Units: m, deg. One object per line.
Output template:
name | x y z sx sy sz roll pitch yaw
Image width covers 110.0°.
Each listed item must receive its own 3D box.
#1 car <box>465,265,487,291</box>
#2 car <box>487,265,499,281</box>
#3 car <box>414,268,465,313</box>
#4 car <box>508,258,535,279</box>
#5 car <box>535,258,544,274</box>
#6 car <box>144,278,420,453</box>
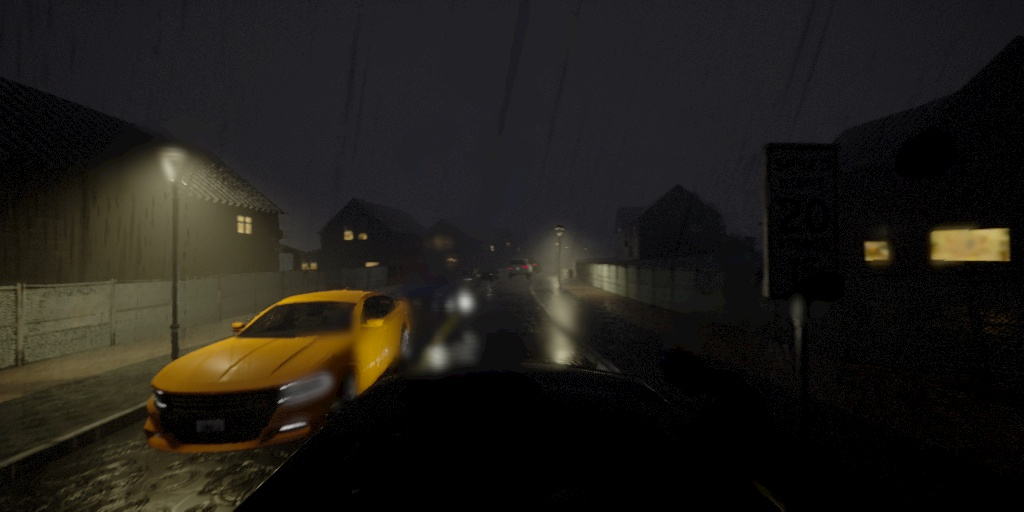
car | -3.259 1.572 24.949 2.128 1.511 4.902 -1 0 3
car | -2.497 1.608 34.919 1.882 1.535 5.008 -1 0 6
car | -3.408 1.461 15.363 1.882 1.535 5.008 -1 -1 -1
car | 0.931 1.314 38.849 2.150 2.045 5.566 -1 0 8
car | 2.679 1.310 49.136 2.150 2.045 5.566 -1 0 12
car | -2.964 1.328 5.793 1.882 1.535 5.008 -1 -1 -4
